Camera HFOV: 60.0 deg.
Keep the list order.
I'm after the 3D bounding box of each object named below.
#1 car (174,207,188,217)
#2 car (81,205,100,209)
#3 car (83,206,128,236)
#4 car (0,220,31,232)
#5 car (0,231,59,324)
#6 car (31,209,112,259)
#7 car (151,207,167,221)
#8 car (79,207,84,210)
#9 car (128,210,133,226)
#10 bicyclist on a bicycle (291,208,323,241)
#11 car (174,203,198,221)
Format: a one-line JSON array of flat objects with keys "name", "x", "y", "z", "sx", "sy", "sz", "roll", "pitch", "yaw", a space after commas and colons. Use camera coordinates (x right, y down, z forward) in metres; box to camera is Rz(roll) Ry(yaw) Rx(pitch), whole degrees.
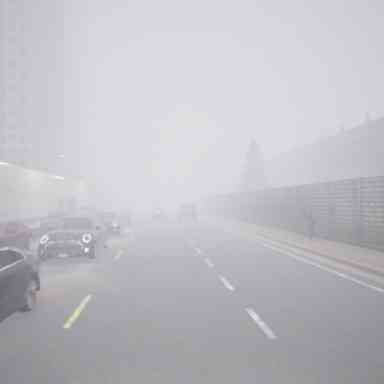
[{"name": "car", "x": -1.699, "y": 2.993, "z": 50.953, "sx": 1.812, "sy": 1.442, "sz": 4.674, "roll": -1, "pitch": -2, "yaw": -6}, {"name": "car", "x": -10.610, "y": 2.386, "z": 34.436, "sx": 2.150, "sy": 2.045, "sz": 5.566, "roll": -1, "pitch": -2, "yaw": -6}, {"name": "car", "x": -5.962, "y": 2.116, "z": 23.431, "sx": 2.097, "sy": 1.767, "sz": 4.553, "roll": -1, "pitch": -2, "yaw": -6}, {"name": "car", "x": -8.556, "y": 2.039, "z": 14.596, "sx": 1.882, "sy": 1.535, "sz": 5.008, "roll": -1, "pitch": -2, "yaw": -6}, {"name": "car", "x": -4.087, "y": 1.710, "z": 5.492, "sx": 2.128, "sy": 1.511, "sz": 4.902, "roll": -1, "pitch": -2, "yaw": -6}, {"name": "car", "x": -5.046, "y": 1.849, "z": 14.651, "sx": 2.097, "sy": 1.767, "sz": 4.553, "roll": -1, "pitch": -2, "yaw": -6}, {"name": "car", "x": -4.060, "y": 2.825, "z": 40.854, "sx": 1.895, "sy": 1.301, "sz": 4.718, "roll": -1, "pitch": -2, "yaw": -6}, {"name": "car", "x": -9.513, "y": 2.193, "z": 23.794, "sx": 2.097, "sy": 1.767, "sz": 4.553, "roll": -1, "pitch": -2, "yaw": -6}, {"name": "car", "x": -6.963, "y": 2.552, "z": 33.190, "sx": 2.128, "sy": 1.511, "sz": 4.902, "roll": -1, "pitch": -2, "yaw": -6}, {"name": "bicyclist on a bicycle", "x": 5.779, "y": 1.653, "z": 16.725, "sx": 1.656, "sy": 1.620, "sz": 0.582, "roll": -1, "pitch": -2, "yaw": -6}, {"name": "car", "x": -0.595, "y": 2.366, "z": 40.349, "sx": 2.150, "sy": 2.045, "sz": 5.566, "roll": -1, "pitch": -2, "yaw": -6}]
